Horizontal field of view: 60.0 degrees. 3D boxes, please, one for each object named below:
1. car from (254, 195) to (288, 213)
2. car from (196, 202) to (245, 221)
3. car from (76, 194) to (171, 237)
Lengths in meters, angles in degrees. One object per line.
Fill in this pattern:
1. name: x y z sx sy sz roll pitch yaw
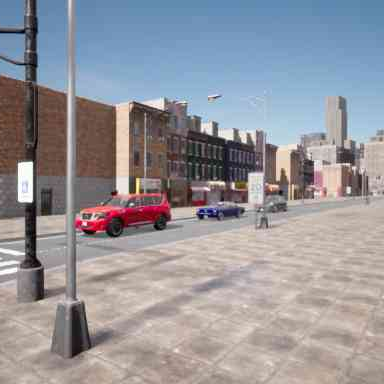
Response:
1. car: 8.067 1.140 33.900 2.097 1.767 4.553 0 0 36
2. car: 2.264 1.436 25.781 1.895 1.301 4.718 0 0 35
3. car: -3.415 1.118 17.795 2.150 2.045 5.566 0 0 35
